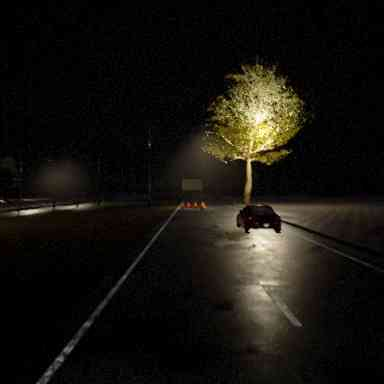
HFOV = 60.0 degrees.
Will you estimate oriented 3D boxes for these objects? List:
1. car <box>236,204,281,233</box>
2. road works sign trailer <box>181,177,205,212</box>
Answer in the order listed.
[{"bbox_3d":[3.612,1.405,18.438,1.812,1.442,4.674,0,0,0],"label":"car"},{"bbox_3d":[0.025,0.247,35.194,2.380,3.560,2.880,0,0,0],"label":"road works sign trailer"}]
